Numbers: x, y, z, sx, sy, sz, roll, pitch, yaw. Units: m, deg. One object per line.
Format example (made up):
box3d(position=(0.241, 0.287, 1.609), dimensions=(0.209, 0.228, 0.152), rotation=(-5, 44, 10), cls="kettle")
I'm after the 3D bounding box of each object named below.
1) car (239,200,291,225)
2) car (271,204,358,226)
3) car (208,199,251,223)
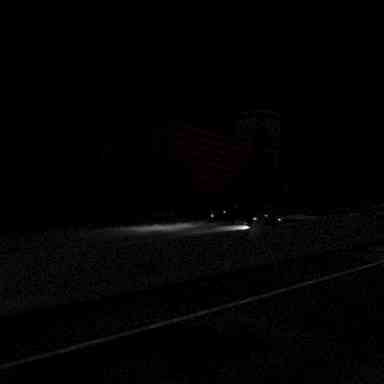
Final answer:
box3d(position=(5.318, 1.353, 20.682), dimensions=(4.181, 1.385, 1.994), rotation=(-1, 1, -35), cls="car")
box3d(position=(6.534, 1.407, 17.250), dimensions=(4.718, 1.301, 1.895), rotation=(-1, 1, -35), cls="car")
box3d(position=(3.347, 1.279, 23.575), dimensions=(4.902, 1.511, 2.128), rotation=(-1, 1, -35), cls="car")
